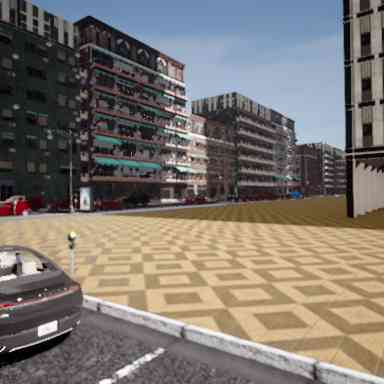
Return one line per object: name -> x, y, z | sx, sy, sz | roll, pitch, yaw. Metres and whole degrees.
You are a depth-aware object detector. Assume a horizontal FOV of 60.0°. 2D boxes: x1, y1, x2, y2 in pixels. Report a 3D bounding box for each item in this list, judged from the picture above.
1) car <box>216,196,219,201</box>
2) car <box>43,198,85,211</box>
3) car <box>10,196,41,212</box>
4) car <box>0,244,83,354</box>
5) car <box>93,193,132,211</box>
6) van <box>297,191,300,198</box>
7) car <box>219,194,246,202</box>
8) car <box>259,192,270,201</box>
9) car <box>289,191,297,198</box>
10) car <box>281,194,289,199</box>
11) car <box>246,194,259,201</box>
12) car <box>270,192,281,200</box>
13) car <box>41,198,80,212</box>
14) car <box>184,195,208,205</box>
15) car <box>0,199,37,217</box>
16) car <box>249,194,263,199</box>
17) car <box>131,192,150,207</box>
car -> 6.815, 1.141, 72.629 | 1.967, 1.590, 4.097 | -1, 0, 36
car -> -15.814, 1.523, 41.246 | 1.887, 1.381, 4.507 | -1, 0, 36
car -> -19.050, 1.335, 36.762 | 2.192, 1.841, 5.009 | -1, 0, 36
car -> -3.679, 1.571, 5.655 | 4.403, 1.369, 2.008 | 0, -1, 35
car -> -9.019, 1.270, 36.343 | 1.967, 1.590, 4.097 | -1, 0, 36
van -> 26.541, 0.745, 85.661 | 1.690, 1.788, 3.998 | -1, 0, 36
car -> 7.146, 1.180, 58.760 | 2.008, 1.369, 4.403 | -1, 0, 36
car -> 13.612, 1.135, 67.727 | 1.802, 1.307, 4.206 | -1, 0, 36
car -> 23.311, 1.022, 81.177 | 1.802, 1.307, 4.206 | -1, 0, 36
car -> 20.078, 1.028, 76.693 | 2.008, 1.369, 4.403 | -1, 0, 36
car -> 10.379, 1.136, 63.244 | 1.887, 1.381, 4.507 | -1, 0, 36
car -> 16.842, 0.830, 72.210 | 2.192, 1.841, 5.009 | -1, 0, 36
car -> -14.531, 1.469, 38.608 | 1.812, 1.442, 4.674 | -1, 0, 35
car -> 0.679, 1.148, 49.793 | 1.967, 1.590, 4.097 | -1, 0, 36
car -> -15.484, 1.495, 27.376 | 1.802, 1.307, 4.206 | -1, 0, 36
car -> 16.516, 1.155, 86.080 | 1.947, 1.339, 4.313 | -1, 0, 36
car -> -8.422, 1.087, 47.080 | 2.150, 2.045, 5.566 | -1, 0, 36
